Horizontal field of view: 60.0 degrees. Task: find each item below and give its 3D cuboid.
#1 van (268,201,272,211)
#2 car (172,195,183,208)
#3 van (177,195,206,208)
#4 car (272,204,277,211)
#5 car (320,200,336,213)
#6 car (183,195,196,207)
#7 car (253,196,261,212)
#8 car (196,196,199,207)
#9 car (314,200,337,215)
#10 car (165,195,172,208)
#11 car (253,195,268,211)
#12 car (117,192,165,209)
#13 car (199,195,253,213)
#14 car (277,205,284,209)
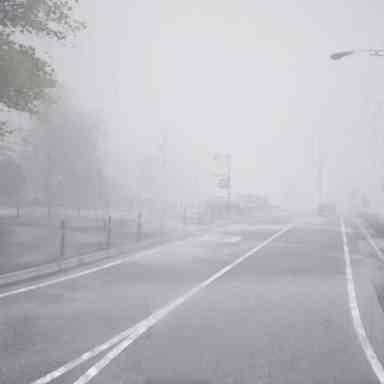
[{"bbox_3d":[8.298,1.572,46.114,4.442,1.987,1.878,1,-1,23],"label":"van"},{"bbox_3d":[-4.637,1.170,46.761,5.566,2.045,2.435,1,-1,23],"label":"car"},{"bbox_3d":[-0.108,1.596,56.968,4.442,1.987,1.878,1,-2,24],"label":"van"},{"bbox_3d":[9.582,1.781,48.862,4.553,1.767,2.185,1,-2,23],"label":"car"},{"bbox_3d":[20.641,2.147,50.221,2.097,1.767,4.553,1,0,24],"label":"car"},{"bbox_3d":[-2.564,1.605,52.082,5.366,1.575,1.946,1,-1,23],"label":"car"},{"bbox_3d":[4.785,1.523,37.706,5.008,1.535,2.097,1,-1,23],"label":"car"},{"bbox_3d":[-1.504,1.703,54.521,5.366,1.575,1.946,1,-2,24],"label":"car"},{"bbox_3d":[16.450,1.931,40.715,1.882,1.535,5.008,1,-1,24],"label":"car"},{"bbox_3d":[-5.765,1.344,44.199,4.892,1.521,2.231,1,-1,23],"label":"car"},{"bbox_3d":[5.920,1.348,40.400,5.566,2.045,2.435,1,-1,23],"label":"car"},{"bbox_3d":[-6.789,1.021,41.742,5.566,2.045,2.435,1,-1,23],"label":"car"},{"bbox_3d":[3.568,1.317,34.930,4.553,1.767,2.185,1,-1,23],"label":"car"},{"bbox_3d":[10.937,2.022,51.447,5.366,1.575,1.946,1,-2,24],"label":"car"}]
